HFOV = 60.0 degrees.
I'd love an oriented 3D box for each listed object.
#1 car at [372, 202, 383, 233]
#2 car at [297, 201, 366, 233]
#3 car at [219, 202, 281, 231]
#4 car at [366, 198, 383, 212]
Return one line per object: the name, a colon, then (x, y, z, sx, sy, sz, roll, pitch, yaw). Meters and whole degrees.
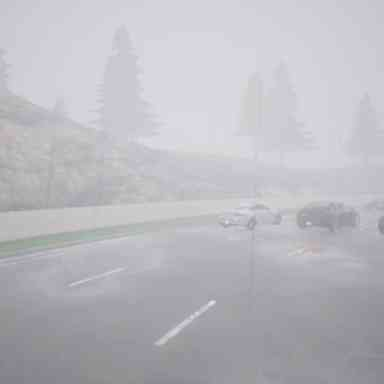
car: (10.948, 1.304, 16.563, 4.181, 1.385, 1.994, -1, 1, -43)
car: (7.487, 1.267, 18.123, 4.892, 1.490, 1.837, -1, 0, -45)
car: (3.412, 1.322, 19.274, 1.812, 1.442, 4.674, 0, 1, 42)
car: (17.703, 1.155, 29.724, 4.718, 1.301, 1.895, -1, 1, -26)
